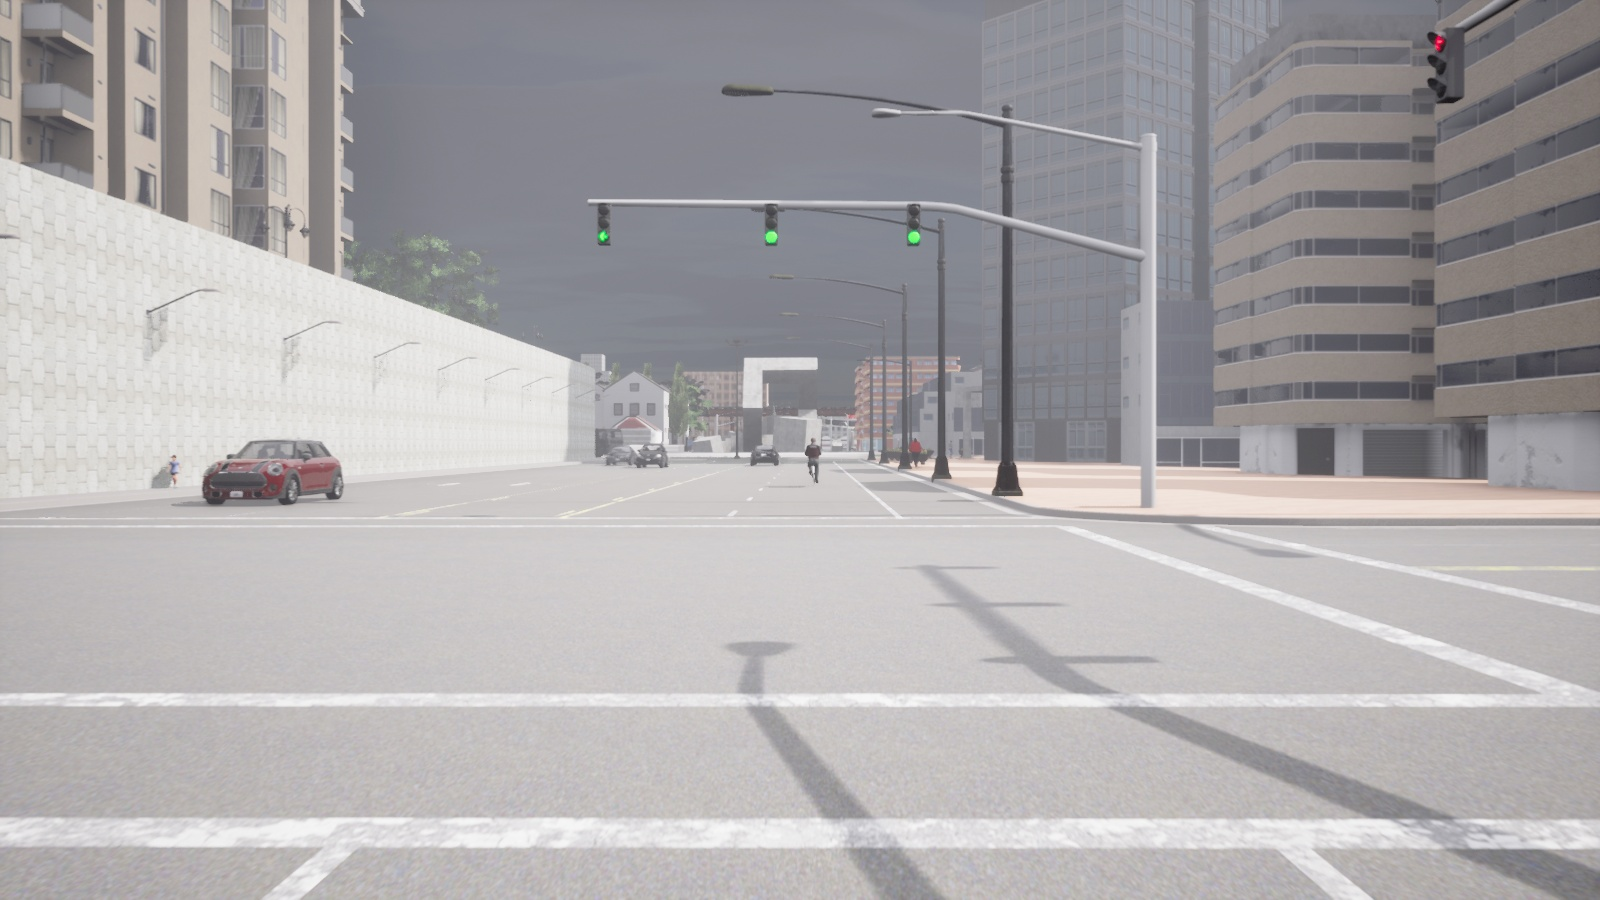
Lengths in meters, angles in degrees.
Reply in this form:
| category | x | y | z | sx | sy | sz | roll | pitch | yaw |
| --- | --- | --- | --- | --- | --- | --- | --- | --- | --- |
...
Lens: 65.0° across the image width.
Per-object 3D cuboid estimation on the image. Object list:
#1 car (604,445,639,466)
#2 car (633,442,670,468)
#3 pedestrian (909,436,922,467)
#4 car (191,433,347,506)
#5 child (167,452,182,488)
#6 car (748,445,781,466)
| category | x | y | z | sx | sy | sz | roll | pitch | yaw |
| --- | --- | --- | --- | --- | --- | --- | --- | --- | --- |
| car | -13.033 | 0.387 | 91.858 | 1.812 | 1.442 | 4.674 | 0 | 0 | 1 |
| car | -9.638 | 0.304 | 81.734 | 1.851 | 1.617 | 3.988 | 0 | 0 | 1 |
| pedestrian | 6.954 | 0.100 | 75.549 | 0.634 | 1.844 | 0.899 | 0 | 0 | -2 |
| car | -13.650 | 0.461 | 32.631 | 2.097 | 1.767 | 4.553 | 0 | 0 | 1 |
| child | -19.364 | 0.607 | 38.890 | 0.255 | 1.110 | 0.394 | 0 | 0 | -1 |
| car | -2.542 | 0.374 | 90.923 | 2.163 | 1.488 | 4.792 | 0 | 0 | 1 |
